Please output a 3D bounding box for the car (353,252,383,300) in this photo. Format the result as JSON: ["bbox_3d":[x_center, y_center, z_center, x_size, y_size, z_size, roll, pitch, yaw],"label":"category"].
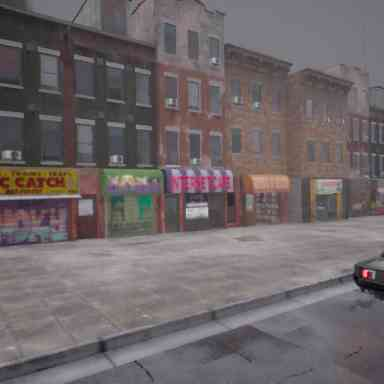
[{"bbox_3d":[5.552,1.597,7.118,4.718,1.301,1.895,0,0,-35],"label":"car"}]
